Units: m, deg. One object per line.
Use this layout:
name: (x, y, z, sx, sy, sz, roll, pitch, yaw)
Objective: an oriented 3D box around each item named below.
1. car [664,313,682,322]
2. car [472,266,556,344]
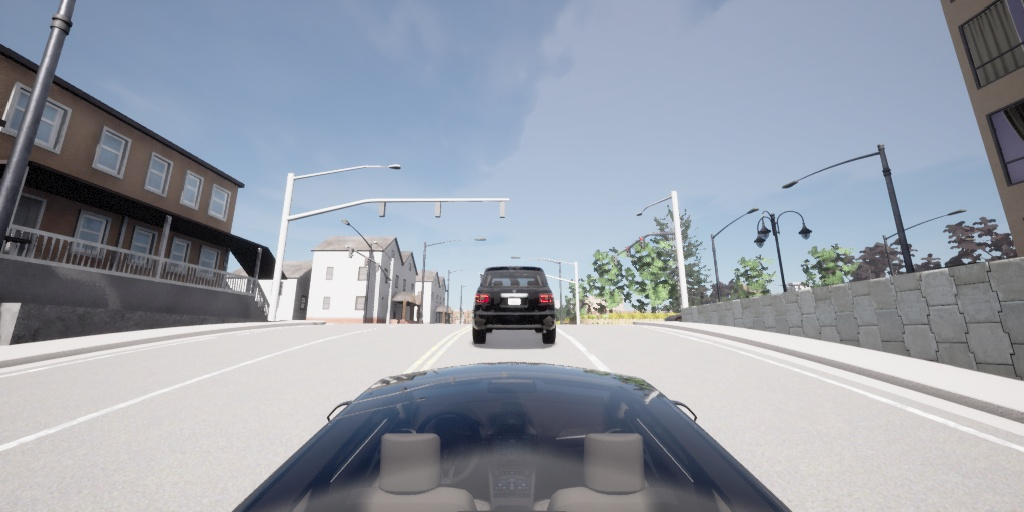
car: (15.853, 5.445, 31.695, 4.553, 1.767, 2.097, 0, -12, 1)
car: (0.059, 1.499, 11.144, 2.150, 2.045, 5.566, 0, -7, 0)
